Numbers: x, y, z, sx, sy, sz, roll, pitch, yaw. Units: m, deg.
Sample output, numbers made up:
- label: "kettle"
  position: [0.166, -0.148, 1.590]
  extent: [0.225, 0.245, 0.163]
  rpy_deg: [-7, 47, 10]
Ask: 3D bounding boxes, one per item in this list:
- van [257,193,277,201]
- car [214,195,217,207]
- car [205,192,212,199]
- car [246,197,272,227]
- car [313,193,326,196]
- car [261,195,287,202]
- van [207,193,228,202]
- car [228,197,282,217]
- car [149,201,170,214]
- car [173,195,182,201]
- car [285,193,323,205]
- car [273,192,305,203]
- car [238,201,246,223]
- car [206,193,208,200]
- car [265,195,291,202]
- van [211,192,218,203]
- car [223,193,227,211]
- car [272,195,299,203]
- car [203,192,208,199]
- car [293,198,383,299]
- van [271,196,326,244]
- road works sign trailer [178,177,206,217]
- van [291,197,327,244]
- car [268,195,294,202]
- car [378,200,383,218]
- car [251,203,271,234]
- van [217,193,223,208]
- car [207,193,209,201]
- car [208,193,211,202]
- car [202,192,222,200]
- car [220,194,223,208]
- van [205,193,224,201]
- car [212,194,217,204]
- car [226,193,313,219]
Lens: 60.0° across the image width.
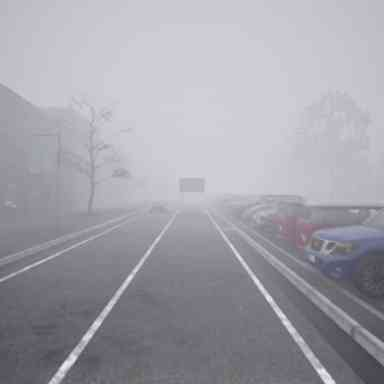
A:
- label: "van"
  position: [18.839, 1.155, 83.817]
  extent: [4.442, 1.987, 1.878]
  rpy_deg: [0, 0, 0]
- label: "car"
  position: [5.667, 1.419, 41.714]
  extent: [5.008, 1.535, 2.097]
  rpy_deg: [0, 0, 0]
- label: "car"
  position: [5.647, 1.372, 66.936]
  extent: [4.892, 1.521, 2.231]
  rpy_deg: [0, 0, 0]
- label: "car"
  position: [5.721, 1.352, 19.287]
  extent: [4.553, 1.767, 2.185]
  rpy_deg: [0, 0, 0]
- label: "car"
  position: [18.714, 1.139, 53.302]
  extent: [5.566, 2.045, 2.435]
  rpy_deg: [0, 0, 0]
- label: "car"
  position: [18.540, 1.374, 75.459]
  extent: [5.366, 1.575, 1.946]
  rpy_deg: [0, 0, 0]
- label: "van"
  position: [5.762, 1.150, 75.351]
  extent: [4.442, 1.987, 1.878]
  rpy_deg: [0, 0, 0]
- label: "car"
  position: [5.650, 1.323, 30.501]
  extent: [4.553, 1.767, 2.185]
  rpy_deg: [0, 0, 0]
- label: "car"
  position: [-3.326, 1.564, 34.420]
  extent: [1.895, 1.301, 4.718]
  rpy_deg: [0, 0, 0]
- label: "car"
  position: [-3.206, 1.362, 76.564]
  extent: [2.128, 1.511, 4.902]
  rpy_deg: [0, 0, 0]
- label: "car"
  position: [18.711, 1.132, 55.964]
  extent: [5.566, 2.045, 2.435]
  rpy_deg: [0, 0, 0]
- label: "car"
  position: [18.705, 1.120, 64.320]
  extent: [5.566, 2.045, 2.435]
  rpy_deg: [0, 0, 0]
- label: "car"
  position: [5.685, 1.511, 22.091]
  extent: [4.674, 1.452, 2.002]
  rpy_deg: [0, 0, 0]
- label: "car"
  position: [5.625, 1.401, 64.138]
  extent: [4.792, 1.488, 2.163]
  rpy_deg: [0, 0, 0]
- label: "car"
  position: [18.721, 1.375, 72.673]
  extent: [5.008, 1.535, 2.097]
  rpy_deg: [0, 0, 0]
- label: "van"
  position: [5.549, 1.172, 50.123]
  extent: [4.442, 1.987, 1.878]
  rpy_deg: [0, 0, 0]
- label: "car"
  position: [5.655, 1.205, 27.697]
  extent: [5.566, 2.045, 2.435]
  rpy_deg: [0, 0, 0]
- label: "car"
  position: [18.760, 1.401, 67.103]
  extent: [4.792, 1.488, 2.163]
  rpy_deg: [0, 0, 0]
- label: "car"
  position: [5.678, 1.121, 69.743]
  extent: [5.566, 2.045, 2.435]
  rpy_deg: [0, 0, 0]
- label: "car"
  position: [5.671, 1.256, 8.073]
  extent: [5.566, 2.045, 2.435]
  rpy_deg: [0, 0, 0]
- label: "van"
  position: [5.811, 1.267, 13.681]
  extent: [4.442, 1.987, 1.878]
  rpy_deg: [0, 0, 0]
- label: "road works sign trailer"
  position: [0.009, 0.437, 30.606]
  extent: [2.380, 3.560, 2.880]
  rpy_deg: [0, 0, 1]
- label: "van"
  position: [5.814, 1.274, 10.877]
  extent: [4.442, 1.987, 1.878]
  rpy_deg: [0, 0, 0]
- label: "car"
  position: [18.700, 1.403, 69.888]
  extent: [4.792, 1.488, 2.163]
  rpy_deg: [0, 0, 0]
- label: "car"
  position: [18.769, 1.457, 28.080]
  extent: [4.892, 1.521, 2.231]
  rpy_deg: [0, 0, 0]
- label: "car"
  position: [5.686, 1.486, 16.485]
  extent: [4.892, 1.521, 2.231]
  rpy_deg: [0, 0, 0]
- label: "van"
  position: [5.558, 1.201, 38.910]
  extent: [4.442, 1.987, 1.878]
  rpy_deg: [0, 0, 0]
- label: "car"
  position: [5.653, 1.377, 58.530]
  extent: [5.008, 1.535, 2.097]
  rpy_deg: [0, 0, 0]
- label: "car"
  position: [5.846, 1.380, 55.731]
  extent: [5.366, 1.575, 1.946]
  rpy_deg: [0, 0, 0]
- label: "car"
  position: [5.679, 1.165, 94.973]
  extent: [5.566, 2.045, 2.435]
  rpy_deg: [0, 0, 0]
- label: "car"
  position: [5.708, 1.308, 36.107]
  extent: [4.553, 1.767, 2.185]
  rpy_deg: [0, 0, 0]
- label: "van"
  position: [5.527, 1.154, 80.958]
  extent: [4.442, 1.987, 1.878]
  rpy_deg: [0, 0, 0]
- label: "car"
  position: [5.639, 1.434, 47.321]
  extent: [4.792, 1.488, 2.163]
  rpy_deg: [0, 0, 0]
- label: "car"
  position: [5.657, 1.212, 24.894]
  extent: [5.566, 2.045, 2.435]
  rpy_deg: [0, 0, 0]
